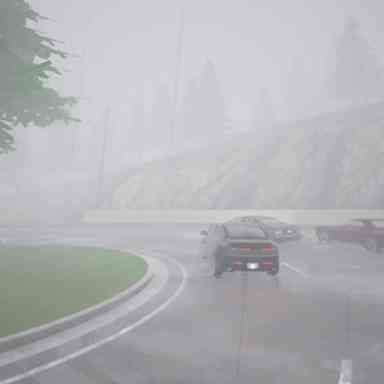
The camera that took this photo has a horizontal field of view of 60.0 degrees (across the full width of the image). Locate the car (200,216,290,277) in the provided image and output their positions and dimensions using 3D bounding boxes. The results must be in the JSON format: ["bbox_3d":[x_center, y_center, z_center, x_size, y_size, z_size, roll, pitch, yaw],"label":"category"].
[{"bbox_3d":[1.443,1.762,11.195,1.837,1.490,4.892,1,-2,-4],"label":"car"}]

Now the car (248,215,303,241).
[{"bbox_3d":[3.055,1.921,17.212,2.033,1.411,5.357,0,-2,-33],"label":"car"}]

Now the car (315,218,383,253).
[{"bbox_3d":[7.716,1.837,14.999,1.895,1.301,4.718,-1,-1,-17],"label":"car"}]
